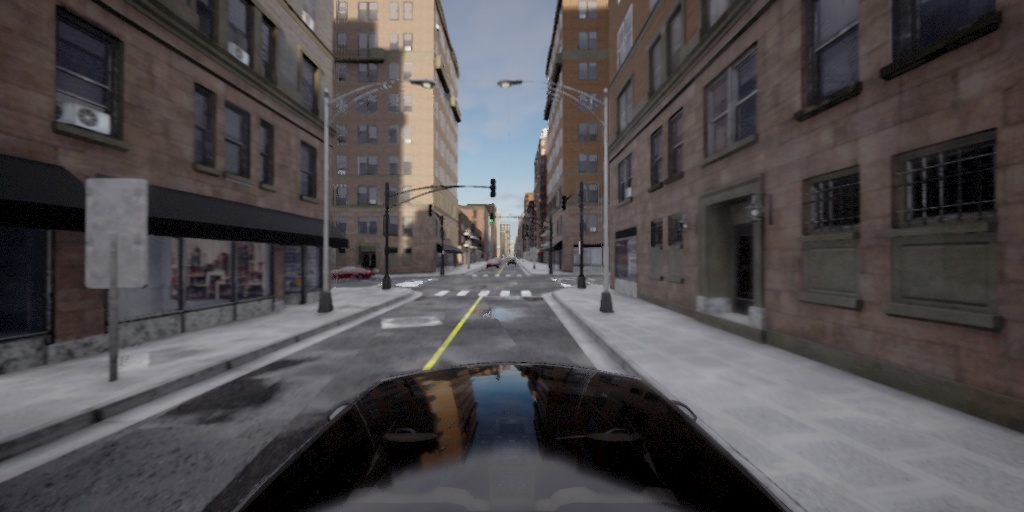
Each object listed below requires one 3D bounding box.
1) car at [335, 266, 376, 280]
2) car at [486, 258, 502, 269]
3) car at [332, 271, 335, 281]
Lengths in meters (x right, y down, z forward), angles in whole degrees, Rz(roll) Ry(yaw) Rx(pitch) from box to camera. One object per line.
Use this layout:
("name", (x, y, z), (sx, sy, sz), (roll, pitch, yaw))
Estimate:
("car", (-14.576, 1.519, 32.530), (4.207, 1.307, 1.802), (0, 0, 0))
("car", (-3.056, 1.204, 57.536), (1.882, 1.535, 5.008), (0, 0, 1))
("car", (-14.578, 1.471, 24.005), (4.207, 1.307, 1.802), (0, 0, 0))
